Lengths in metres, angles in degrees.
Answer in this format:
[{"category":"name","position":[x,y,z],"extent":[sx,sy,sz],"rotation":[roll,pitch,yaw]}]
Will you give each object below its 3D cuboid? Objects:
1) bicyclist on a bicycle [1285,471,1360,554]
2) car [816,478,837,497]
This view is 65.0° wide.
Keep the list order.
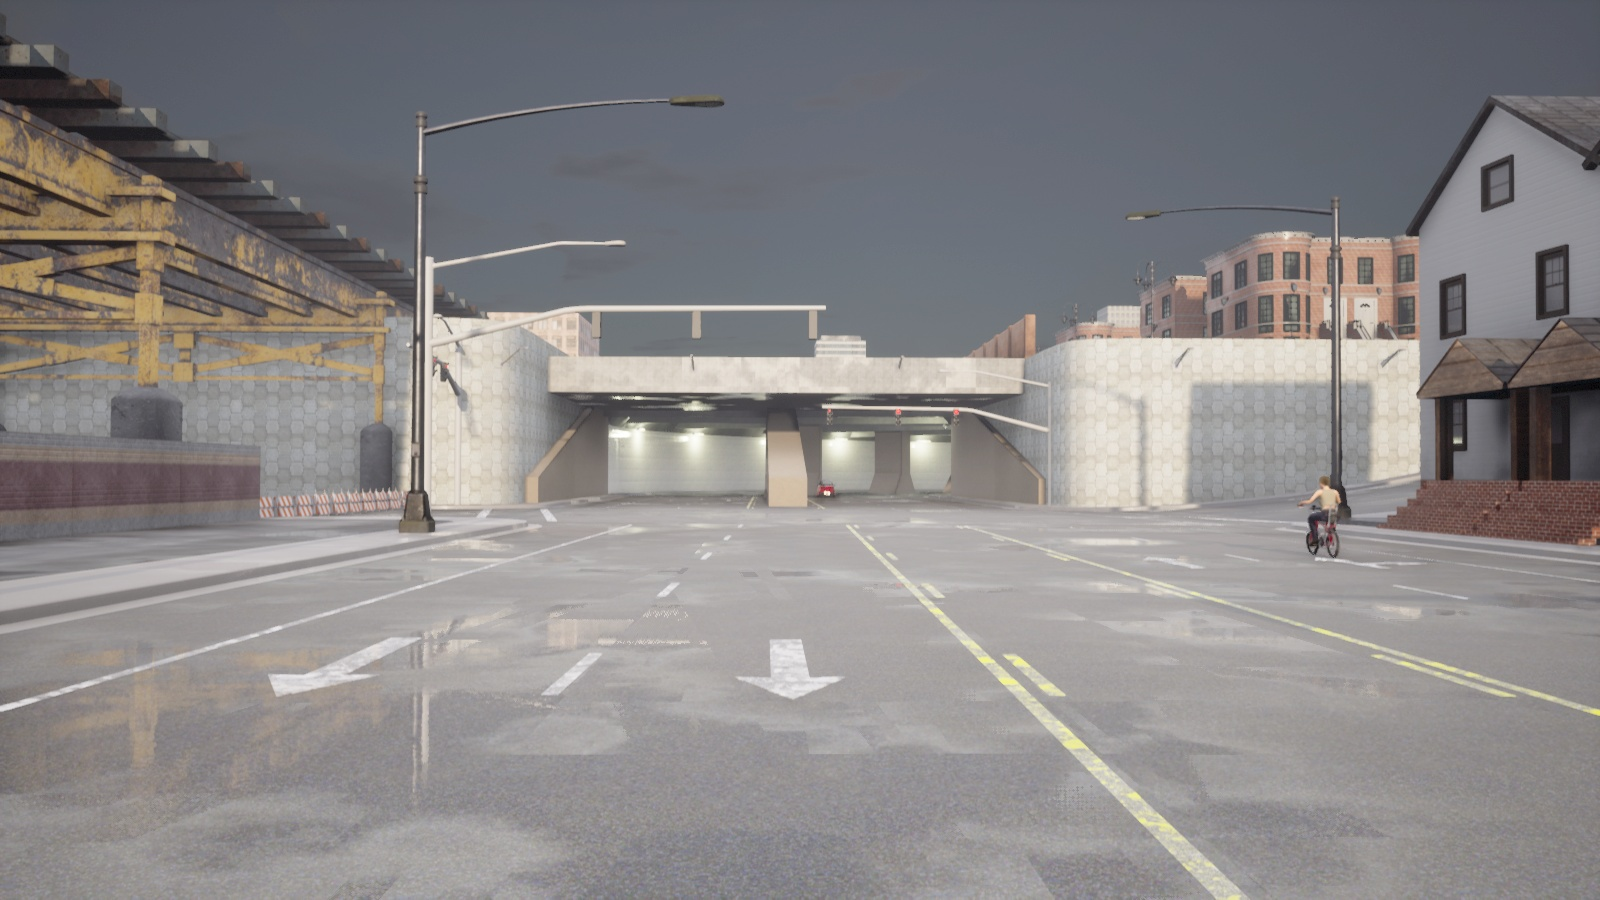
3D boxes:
[{"category":"bicyclist on a bicycle","position":[10.442,1.233,25.153],"extent":[0.866,1.612,1.509],"rotation":[0,-1,0]},{"category":"car","position":[1.969,2.792,93.278],"extent":[1.481,1.376,2.207],"rotation":[0,-1,-1]}]
